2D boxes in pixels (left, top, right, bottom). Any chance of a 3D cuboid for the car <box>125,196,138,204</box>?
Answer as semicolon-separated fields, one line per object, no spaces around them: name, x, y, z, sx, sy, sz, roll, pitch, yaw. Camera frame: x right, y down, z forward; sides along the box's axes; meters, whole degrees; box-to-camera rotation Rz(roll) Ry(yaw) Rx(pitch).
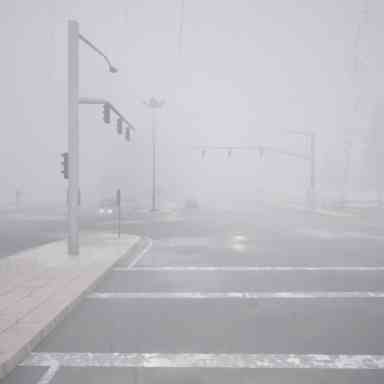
car;-11.554;1.554;63.671;2.033;1.411;5.357;0;0;0

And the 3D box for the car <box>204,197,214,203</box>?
car;3.441;1.601;68.949;1.895;1.301;4.718;0;0;0

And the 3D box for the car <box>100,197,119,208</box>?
car;-11.634;1.490;47.009;2.128;1.511;4.902;0;0;0

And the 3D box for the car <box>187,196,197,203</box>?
car;-0.059;1.564;68.915;1.994;1.385;4.181;0;0;0

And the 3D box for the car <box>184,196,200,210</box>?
car;-0.037;1.526;43.480;1.812;1.442;4.674;0;0;0
